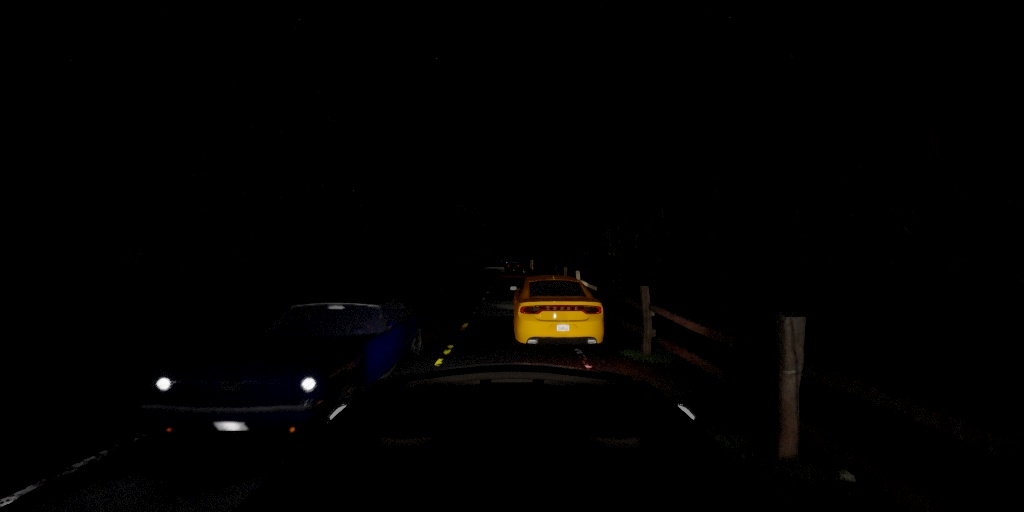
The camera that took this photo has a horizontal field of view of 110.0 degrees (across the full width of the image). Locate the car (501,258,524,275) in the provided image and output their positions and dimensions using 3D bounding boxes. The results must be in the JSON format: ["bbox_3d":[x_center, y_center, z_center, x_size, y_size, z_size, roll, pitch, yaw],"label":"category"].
[{"bbox_3d":[0.175,1.219,38.330,2.128,1.511,4.902,0,0,0],"label":"car"}]

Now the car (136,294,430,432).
[{"bbox_3d":[-2.737,1.351,5.699,1.895,1.301,4.718,0,0,0],"label":"car"}]

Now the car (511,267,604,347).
[{"bbox_3d":[0.985,1.227,9.357,1.882,1.535,5.008,0,0,0],"label":"car"}]

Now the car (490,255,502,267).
[{"bbox_3d":[-2.605,0.904,62.200,2.150,2.045,5.566,0,0,0],"label":"car"}]
